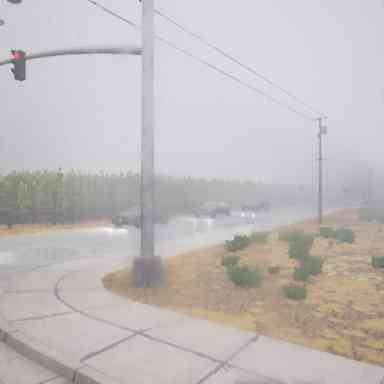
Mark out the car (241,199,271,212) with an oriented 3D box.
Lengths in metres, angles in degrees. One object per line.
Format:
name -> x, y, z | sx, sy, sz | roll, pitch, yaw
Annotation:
car -> 7.659, 1.563, 39.366 | 2.033, 1.411, 5.357 | 0, 0, 33

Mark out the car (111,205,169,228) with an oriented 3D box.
car -> -3.358, 1.581, 22.279 | 1.994, 1.385, 4.181 | 0, 0, 33

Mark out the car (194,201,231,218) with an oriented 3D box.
car -> 2.016, 1.542, 30.594 | 1.812, 1.442, 4.674 | 0, 0, 33
